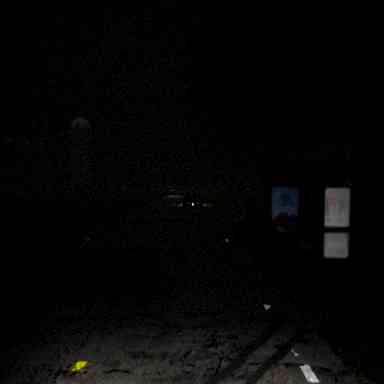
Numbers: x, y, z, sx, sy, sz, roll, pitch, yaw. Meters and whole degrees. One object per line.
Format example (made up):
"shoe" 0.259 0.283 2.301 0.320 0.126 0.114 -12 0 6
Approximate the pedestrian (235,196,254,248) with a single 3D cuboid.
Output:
"pedestrian" 1.761 0.996 11.177 0.375 1.860 0.375 -1 2 -5

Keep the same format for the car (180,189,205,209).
"car" 0.086 0.702 30.829 1.837 1.490 4.892 0 2 0

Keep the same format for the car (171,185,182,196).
"car" -2.773 -0.375 63.466 2.150 2.045 5.566 0 1 0

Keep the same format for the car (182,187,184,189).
"car" 0.082 0.304 46.278 2.128 1.511 4.902 0 1 0

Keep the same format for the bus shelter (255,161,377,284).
"bus shelter" 3.144 0.624 9.410 1.920 2.740 3.880 1 2 0
